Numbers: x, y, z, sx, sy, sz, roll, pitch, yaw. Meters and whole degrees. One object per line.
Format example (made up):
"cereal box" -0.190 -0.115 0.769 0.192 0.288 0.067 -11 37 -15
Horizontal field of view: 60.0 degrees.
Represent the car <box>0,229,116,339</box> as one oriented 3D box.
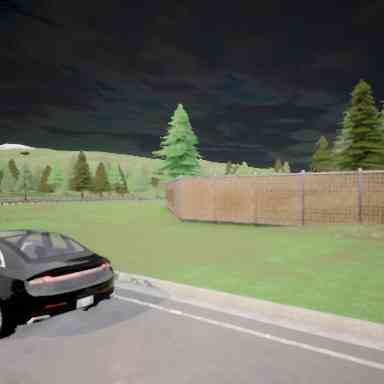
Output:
"car" -3.636 1.497 6.585 4.902 1.511 2.128 0 0 35
